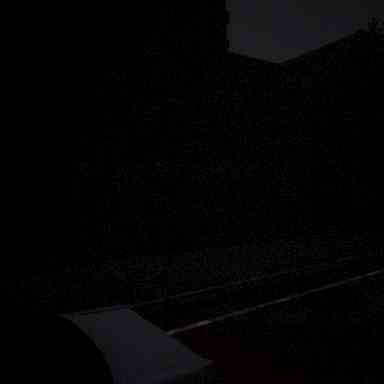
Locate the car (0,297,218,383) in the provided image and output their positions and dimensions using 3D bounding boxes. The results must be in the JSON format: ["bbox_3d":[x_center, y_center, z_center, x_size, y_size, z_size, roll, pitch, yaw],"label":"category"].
[{"bbox_3d":[-2.193,1.606,2.117,4.718,1.301,1.895,-1,0,-35],"label":"car"}]
